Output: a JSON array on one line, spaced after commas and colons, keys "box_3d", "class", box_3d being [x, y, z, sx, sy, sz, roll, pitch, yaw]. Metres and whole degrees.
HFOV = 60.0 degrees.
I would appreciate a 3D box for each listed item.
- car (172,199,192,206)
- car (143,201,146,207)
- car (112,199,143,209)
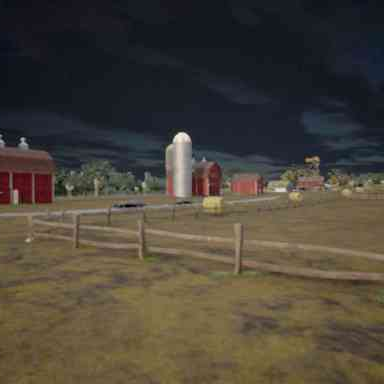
[{"box_3d": [-1.955, 2.103, 68.494, 1.895, 1.301, 4.718, -1, 0, 35], "class": "car"}, {"box_3d": [-10.642, 2.073, 61.048, 2.128, 1.511, 4.902, -1, 0, 36], "class": "car"}, {"box_3d": [-10.986, 2.174, 55.742, 1.895, 1.301, 4.718, -1, 0, 35], "class": "car"}]
